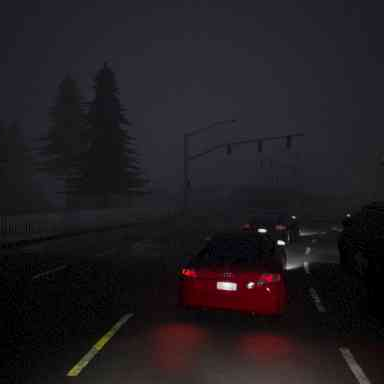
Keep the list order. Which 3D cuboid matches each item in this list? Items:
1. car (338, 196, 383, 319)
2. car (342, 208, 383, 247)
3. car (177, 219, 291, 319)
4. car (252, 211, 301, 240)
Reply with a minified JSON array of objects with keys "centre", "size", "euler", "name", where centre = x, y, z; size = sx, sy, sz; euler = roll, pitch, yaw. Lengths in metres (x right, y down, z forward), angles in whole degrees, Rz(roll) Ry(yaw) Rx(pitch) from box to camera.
[{"centre":[4.701,1.221,7.210],"size":[2.150,2.045,5.566],"euler":[0,0,15],"name":"car"},{"centre":[8.359,1.564,15.802],"size":[1.994,1.385,4.181],"euler":[0,0,28],"name":"car"},{"centre":[1.123,1.564,7.568],"size":[1.994,1.385,4.181],"euler":[0,0,15],"name":"car"},{"centre":[3.781,1.564,15.540],"size":[1.994,1.385,4.181],"euler":[0,0,26],"name":"car"}]
